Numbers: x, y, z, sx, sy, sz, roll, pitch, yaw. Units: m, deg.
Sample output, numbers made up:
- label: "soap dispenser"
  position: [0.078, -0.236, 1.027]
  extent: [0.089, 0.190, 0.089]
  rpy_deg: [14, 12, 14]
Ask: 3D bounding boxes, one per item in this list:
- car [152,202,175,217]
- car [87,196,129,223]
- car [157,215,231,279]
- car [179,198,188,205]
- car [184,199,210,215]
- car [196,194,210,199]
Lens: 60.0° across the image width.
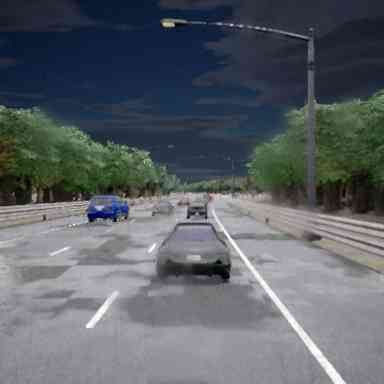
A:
- label: "car"
  position: [-2.834, 1.700, 33.695]
  extent: [2.033, 1.411, 5.357]
  rpy_deg: [0, 0, 2]
- label: "car"
  position: [-6.563, 1.343, 26.573]
  extent: [2.150, 2.045, 5.566]
  rpy_deg: [0, 0, 2]
- label: "car"
  position: [0.071, 1.621, 10.299]
  extent: [1.994, 1.385, 4.181]
  rpy_deg: [0, 0, 1]
- label: "car"
  position: [-1.348, 1.814, 62.959]
  extent: [1.994, 1.385, 4.181]
  rpy_deg: [0, 0, 4]
- label: "car"
  position: [0.522, 1.652, 31.088]
  extent: [1.837, 1.490, 4.892]
  rpy_deg: [0, 0, 2]
- label: "car"
  position: [1.256, 1.563, 48.893]
  extent: [2.097, 1.767, 4.553]
  rpy_deg: [0, 0, 3]
